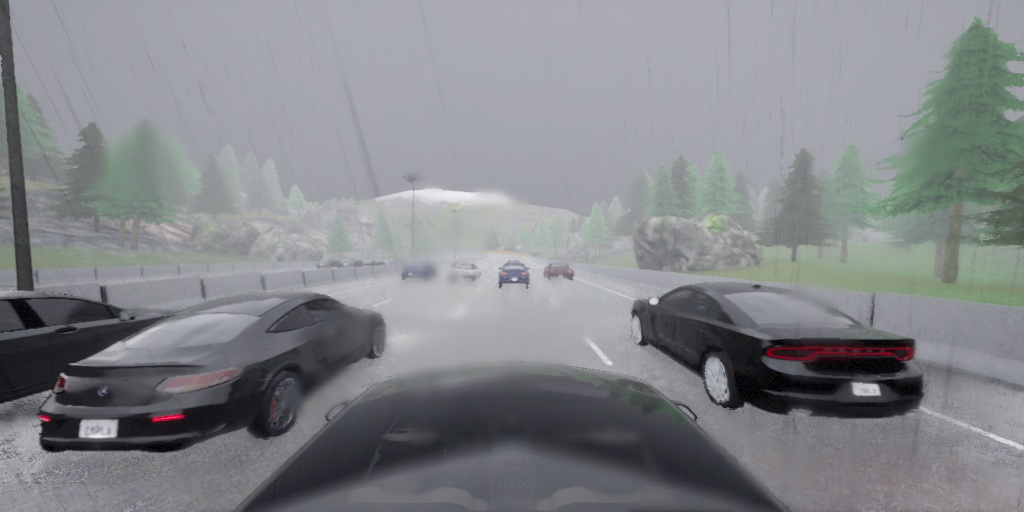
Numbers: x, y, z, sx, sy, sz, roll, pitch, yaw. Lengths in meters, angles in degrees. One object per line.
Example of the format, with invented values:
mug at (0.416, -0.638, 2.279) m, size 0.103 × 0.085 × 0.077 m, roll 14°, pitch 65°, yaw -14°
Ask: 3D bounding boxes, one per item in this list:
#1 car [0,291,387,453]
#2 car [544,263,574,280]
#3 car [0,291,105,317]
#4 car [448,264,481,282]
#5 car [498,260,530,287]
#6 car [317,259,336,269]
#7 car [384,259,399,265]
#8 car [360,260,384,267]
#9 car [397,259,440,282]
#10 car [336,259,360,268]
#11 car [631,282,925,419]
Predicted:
car at (-3.394, 1.240, 5.248) m, size 1.812 × 1.442 × 4.674 m, roll 0°, pitch 0°, yaw 0°
car at (3.641, 1.205, 28.453) m, size 1.895 × 1.301 × 4.718 m, roll 0°, pitch 0°, yaw 0°
car at (-6.895, 1.222, 4.805) m, size 1.837 × 1.490 × 4.892 m, roll 0°, pitch 0°, yaw 0°
car at (-3.362, 1.207, 26.424) m, size 1.895 × 1.301 × 4.718 m, roll 0°, pitch 0°, yaw 0°
car at (0.132, 1.138, 22.491) m, size 1.812 × 1.442 × 4.674 m, roll 0°, pitch 0°, yaw 0°
car at (-27.922, 1.172, 54.871) m, size 2.128 × 1.511 × 4.902 m, roll 0°, pitch 0°, yaw 0°
car at (-17.421, 1.194, 54.934) m, size 1.837 × 1.490 × 4.892 m, roll 0°, pitch -1°, yaw 0°
car at (-20.921, 1.279, 54.818) m, size 1.895 × 1.301 × 4.718 m, roll 0°, pitch 0°, yaw 0°
car at (-6.853, 1.131, 27.044) m, size 1.812 × 1.442 × 4.674 m, roll 0°, pitch 0°, yaw 0°
car at (-24.420, 1.174, 55.028) m, size 2.128 × 1.511 × 4.902 m, roll 0°, pitch 0°, yaw 0°
car at (3.606, 1.184, 6.117) m, size 1.882 × 1.535 × 5.008 m, roll 0°, pitch 1°, yaw 0°
